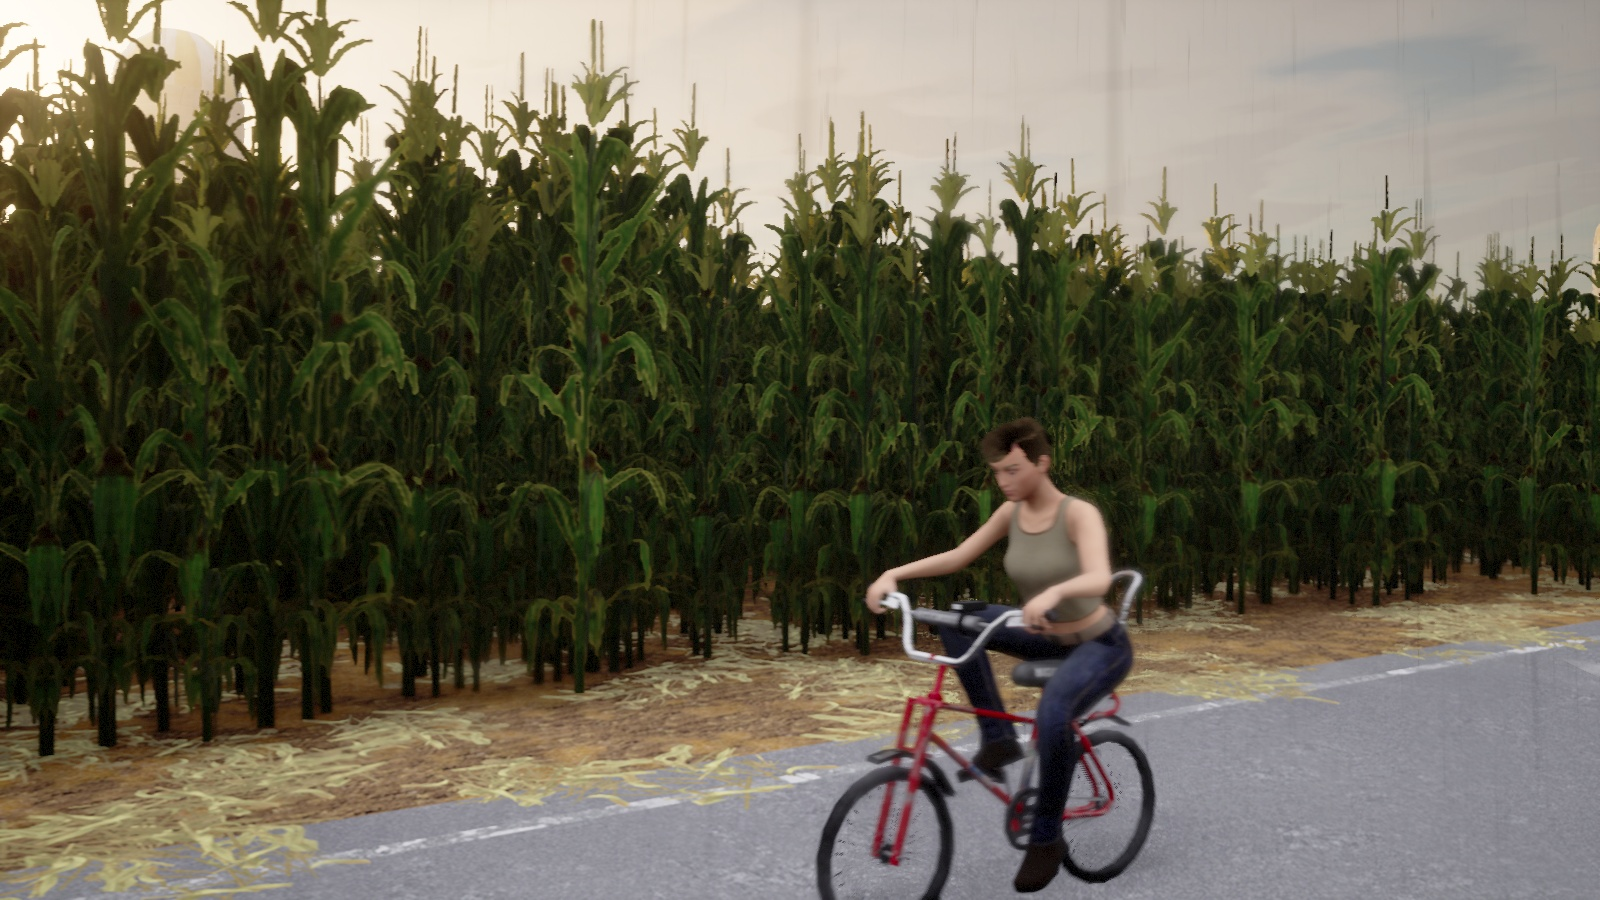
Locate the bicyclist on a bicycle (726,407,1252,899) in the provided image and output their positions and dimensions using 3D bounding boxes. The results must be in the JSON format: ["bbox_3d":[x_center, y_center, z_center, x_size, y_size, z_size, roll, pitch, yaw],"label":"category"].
[{"bbox_3d":[0.630,0.696,4.092,1.509,1.612,0.866,0,0,-35],"label":"bicyclist on a bicycle"}]
